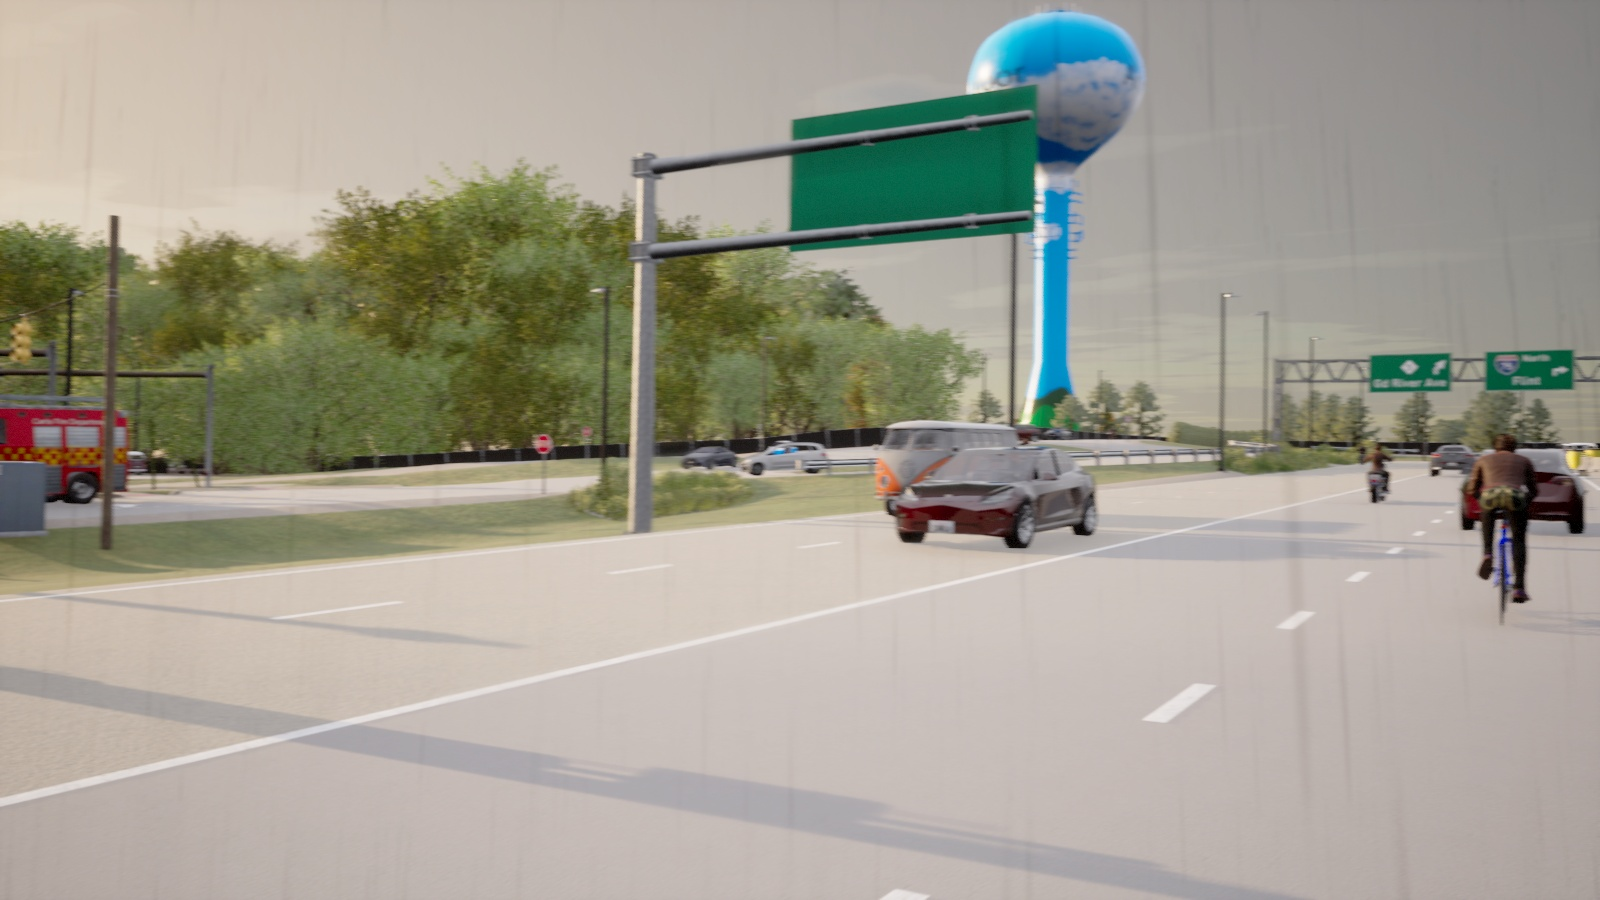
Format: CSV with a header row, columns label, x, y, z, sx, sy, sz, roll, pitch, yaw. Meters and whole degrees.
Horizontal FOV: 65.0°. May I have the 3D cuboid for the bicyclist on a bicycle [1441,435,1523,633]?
label,x,y,z,sx,sy,sz,roll,pitch,yaw
bicyclist on a bicycle,6.053,0.690,11.115,0.582,1.620,1.656,1,0,30

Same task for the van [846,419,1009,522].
label,x,y,z,sx,sy,sz,roll,pitch,yaw
van,2.789,0.396,26.592,1.775,1.987,4.442,1,0,30

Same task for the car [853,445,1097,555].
label,x,y,z,sx,sy,sz,roll,pitch,yaw
car,2.906,0.675,19.741,2.163,1.488,4.792,1,0,30

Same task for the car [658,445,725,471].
label,x,y,z,sx,sy,sz,roll,pitch,yaw
car,-6.643,0.480,77.262,1.994,1.385,4.181,1,3,30

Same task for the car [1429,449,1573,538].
label,x,y,z,sx,sy,sz,roll,pitch,yaw
car,13.282,0.732,23.799,2.163,1.488,4.792,1,0,30

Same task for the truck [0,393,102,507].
label,x,y,z,sx,sy,sz,roll,pitch,yaw
truck,-28.420,-0.009,42.170,2.891,3.827,8.468,1,1,29

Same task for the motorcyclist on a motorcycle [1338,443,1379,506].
label,x,y,z,sx,sy,sz,roll,pitch,yaw
motorcyclist on a motorcycle,15.336,0.651,34.458,0.766,1.649,2.350,1,0,30

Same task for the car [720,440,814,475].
label,x,y,z,sx,sy,sz,roll,pitch,yaw
car,-1.755,0.395,65.315,4.611,1.667,2.242,-2,-1,-9

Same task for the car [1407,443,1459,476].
label,x,y,z,sx,sy,sz,roll,pitch,yaw
car,33.151,0.454,65.669,2.152,1.651,5.027,1,0,30
